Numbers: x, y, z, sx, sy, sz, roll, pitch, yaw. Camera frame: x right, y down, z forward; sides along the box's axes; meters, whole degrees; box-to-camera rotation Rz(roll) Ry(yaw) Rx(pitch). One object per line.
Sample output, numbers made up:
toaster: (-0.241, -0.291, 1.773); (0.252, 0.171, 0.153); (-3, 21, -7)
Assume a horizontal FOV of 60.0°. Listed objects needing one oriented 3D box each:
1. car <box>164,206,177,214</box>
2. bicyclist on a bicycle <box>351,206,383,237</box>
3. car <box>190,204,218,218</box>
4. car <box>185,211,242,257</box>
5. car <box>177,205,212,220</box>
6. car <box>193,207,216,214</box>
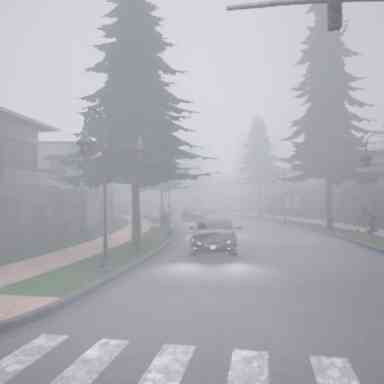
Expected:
car: (-3.095, 2.823, 53.581); (1.895, 1.301, 4.718); (0, -1, -31)
bicyclist on a bicycle: (9.093, 1.548, 17.318); (1.656, 1.620, 0.582); (-1, -1, 4)
car: (1.474, 2.409, 43.408); (1.882, 1.535, 5.008); (0, -1, -20)
car: (1.042, 1.804, 14.429); (1.837, 1.490, 4.892); (-1, -1, 7)
car: (0.129, 2.311, 34.898); (2.033, 1.411, 5.357); (-1, -1, -12)
car: (1.395, 2.077, 24.366); (1.994, 1.385, 4.181); (-1, -1, -3)
